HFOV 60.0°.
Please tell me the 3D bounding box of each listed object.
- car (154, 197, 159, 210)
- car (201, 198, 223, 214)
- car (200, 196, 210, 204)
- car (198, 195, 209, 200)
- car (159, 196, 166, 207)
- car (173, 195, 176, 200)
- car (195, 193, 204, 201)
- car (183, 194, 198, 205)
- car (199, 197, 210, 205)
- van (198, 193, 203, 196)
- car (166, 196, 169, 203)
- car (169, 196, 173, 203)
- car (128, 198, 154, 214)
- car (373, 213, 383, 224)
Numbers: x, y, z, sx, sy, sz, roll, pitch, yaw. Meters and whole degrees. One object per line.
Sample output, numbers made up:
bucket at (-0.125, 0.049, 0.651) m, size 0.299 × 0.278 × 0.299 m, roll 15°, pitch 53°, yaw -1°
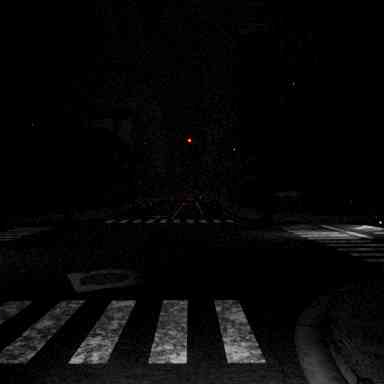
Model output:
car at (-5.688, 1.489, 41.697) m, size 1.967 × 1.590 × 4.097 m, roll 0°, pitch 0°, yaw 0°
car at (2.331, 1.606, 36.177) m, size 1.947 × 1.339 × 4.313 m, roll 0°, pitch 0°, yaw 0°
car at (2.343, 1.641, 47.199) m, size 1.802 × 1.307 × 4.206 m, roll 0°, pitch 0°, yaw 0°
car at (2.349, 1.637, 52.710) m, size 1.947 × 1.339 × 4.313 m, roll 0°, pitch 0°, yaw 0°
car at (-5.676, 1.653, 52.718) m, size 1.802 × 1.307 × 4.206 m, roll 0°, pitch 0°, yaw 0°
car at (-5.646, 1.694, 80.272) m, size 2.008 × 1.369 × 4.403 m, roll 0°, pitch 0°, yaw 0°
car at (2.022, 1.401, 90.176) m, size 2.150 × 2.045 × 5.566 m, roll 0°, pitch 0°, yaw 0°
car at (-0.277, 1.600, 63.326) m, size 1.837 × 1.490 × 4.892 m, roll 0°, pitch 0°, yaw 0°
car at (2.361, 1.647, 63.731) m, size 2.008 × 1.369 × 4.403 m, roll 0°, pitch 0°, yaw 0°
van at (2.355, 1.424, 58.221) m, size 1.690 × 1.788 × 3.998 m, roll 0°, pitch 0°, yaw 0°
car at (-5.670, 1.634, 58.229) m, size 2.008 × 1.369 × 4.403 m, roll 0°, pitch 0°, yaw 0°
car at (-5.658, 1.552, 69.250) m, size 1.967 × 1.590 × 4.097 m, roll 0°, pitch 0°, yaw 0°
car at (-5.694, 1.480, 36.186) m, size 1.967 × 1.590 × 4.097 m, roll 0°, pitch 0°, yaw 0°
car at (14.349, 1.494, 20.715) m, size 5.357 × 1.411 × 2.033 m, roll 0°, pitch 0°, yaw -2°
